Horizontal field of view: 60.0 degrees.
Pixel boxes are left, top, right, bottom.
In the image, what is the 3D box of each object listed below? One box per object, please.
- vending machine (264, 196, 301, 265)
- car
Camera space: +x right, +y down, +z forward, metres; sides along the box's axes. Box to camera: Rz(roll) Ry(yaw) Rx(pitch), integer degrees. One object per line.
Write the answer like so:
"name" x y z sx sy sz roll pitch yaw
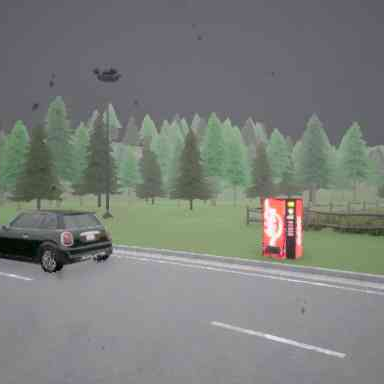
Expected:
"vending machine" 2.982 1.195 10.958 0.880 2.100 1.100 0 0 33
"car" -4.806 1.352 10.780 4.553 1.767 2.097 0 0 30
